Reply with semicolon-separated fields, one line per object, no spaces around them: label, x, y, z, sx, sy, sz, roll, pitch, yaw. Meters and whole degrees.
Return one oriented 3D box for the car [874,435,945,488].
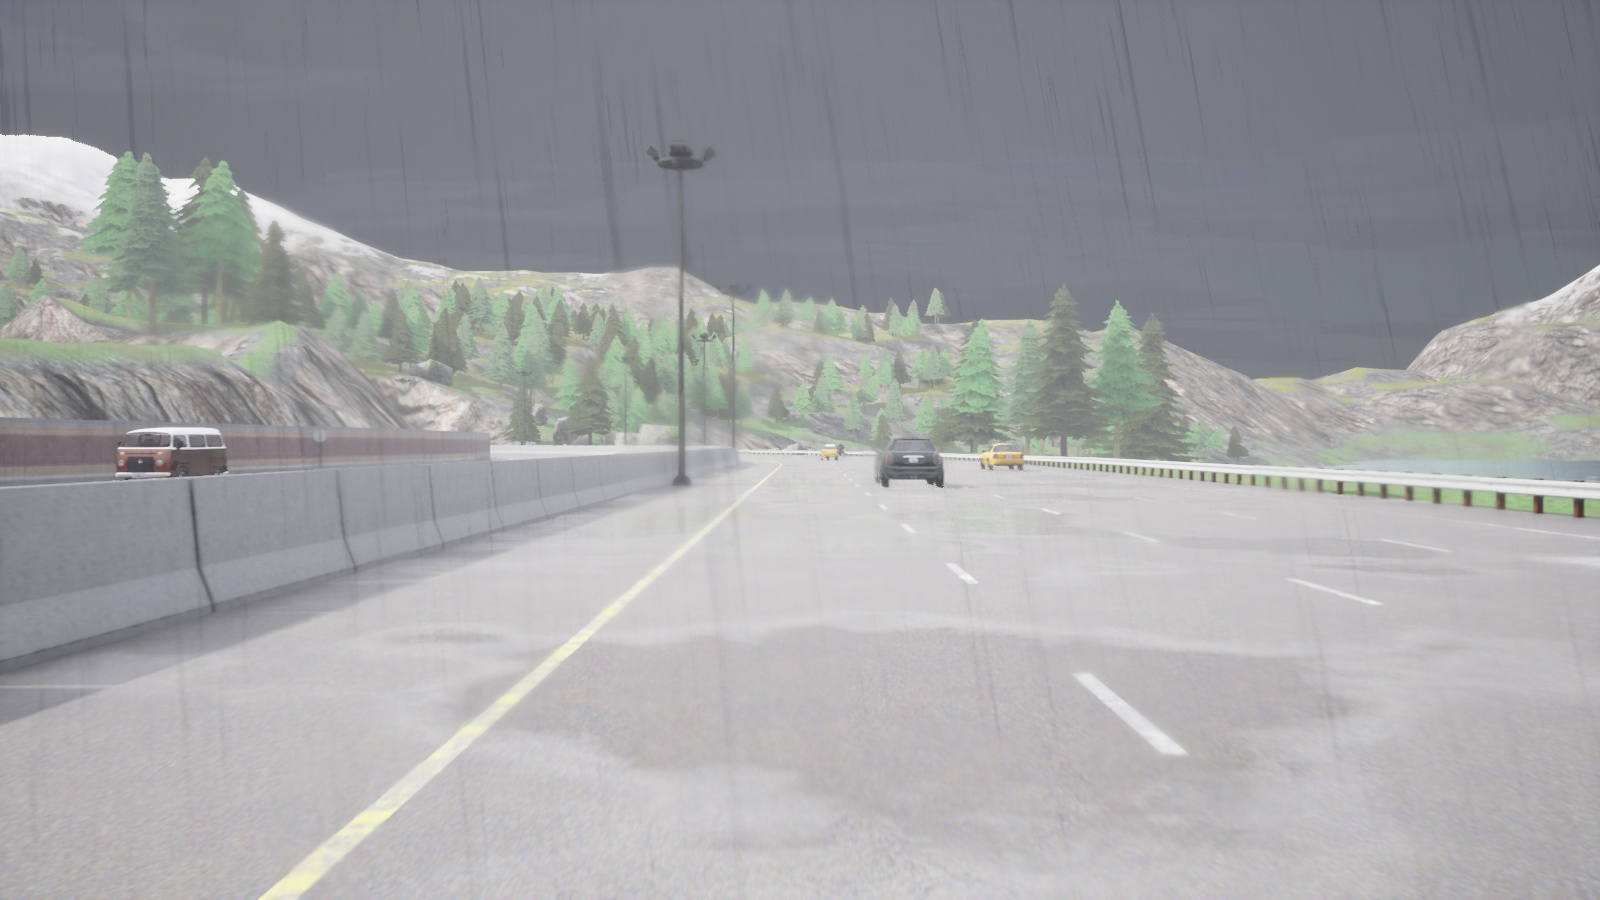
car;3.769;0.360;43.886;2.097;1.767;4.553;0;0;0

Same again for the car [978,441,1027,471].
car;10.908;0.310;68.066;1.801;1.575;5.366;0;0;0

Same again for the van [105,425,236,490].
van;-20.745;0.219;41.609;2.069;2.038;4.480;0;0;0
